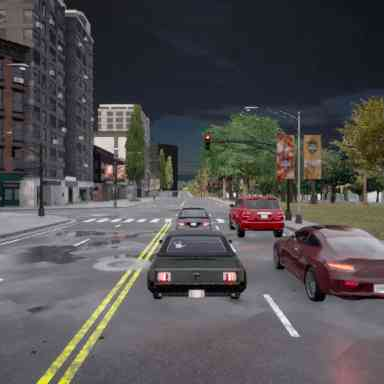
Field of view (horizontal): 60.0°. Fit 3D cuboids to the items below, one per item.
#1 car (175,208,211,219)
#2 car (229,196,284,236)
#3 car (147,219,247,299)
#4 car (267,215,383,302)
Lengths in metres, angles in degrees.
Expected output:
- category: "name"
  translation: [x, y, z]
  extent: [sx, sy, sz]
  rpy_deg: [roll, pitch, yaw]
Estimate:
- category: "car"
  translation: [0.072, 1.544, 17.983]
  extent: [2.033, 1.411, 5.357]
  rpy_deg: [0, 0, 0]
- category: "car"
  translation: [3.321, 1.218, 17.942]
  extent: [2.150, 2.045, 5.566]
  rpy_deg: [0, 0, 0]
- category: "car"
  translation: [0.087, 1.599, 8.390]
  extent: [1.895, 1.301, 4.718]
  rpy_deg: [0, 0, 0]
- category: "car"
  translation: [3.340, 1.524, 8.129]
  extent: [1.812, 1.442, 4.674]
  rpy_deg: [0, 0, 0]
